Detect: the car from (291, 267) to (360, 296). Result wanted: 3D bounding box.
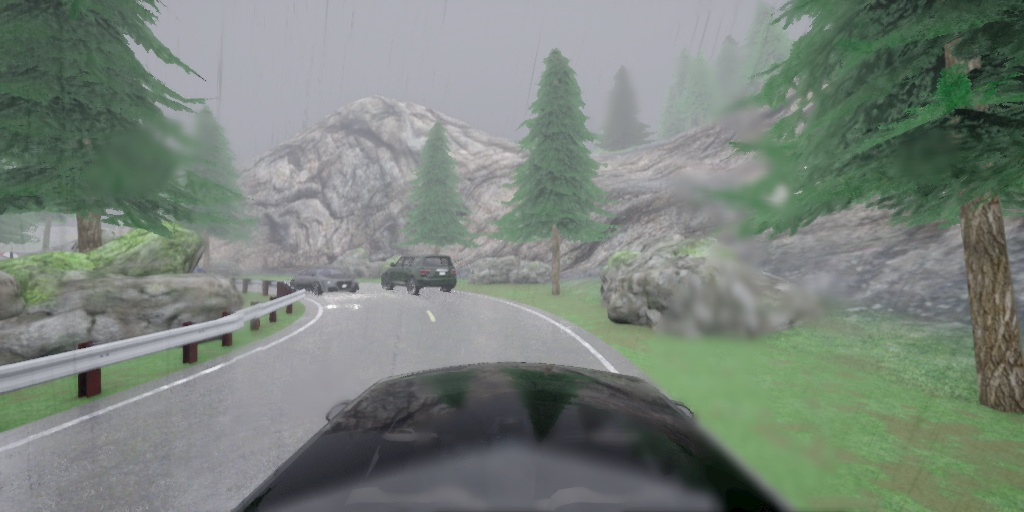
[{"bbox_3d":[-9.915,1.294,19.001,4.181,1.385,1.994,0,0,36],"label":"car"}]

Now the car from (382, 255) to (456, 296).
[{"bbox_3d":[-5.203,0.951,19.728,2.150,2.045,5.566,1,0,-41],"label":"car"}]

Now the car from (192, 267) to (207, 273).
[{"bbox_3d":[-25.004,1.248,26.210,4.674,1.442,1.812,0,0,-1],"label":"car"}]
